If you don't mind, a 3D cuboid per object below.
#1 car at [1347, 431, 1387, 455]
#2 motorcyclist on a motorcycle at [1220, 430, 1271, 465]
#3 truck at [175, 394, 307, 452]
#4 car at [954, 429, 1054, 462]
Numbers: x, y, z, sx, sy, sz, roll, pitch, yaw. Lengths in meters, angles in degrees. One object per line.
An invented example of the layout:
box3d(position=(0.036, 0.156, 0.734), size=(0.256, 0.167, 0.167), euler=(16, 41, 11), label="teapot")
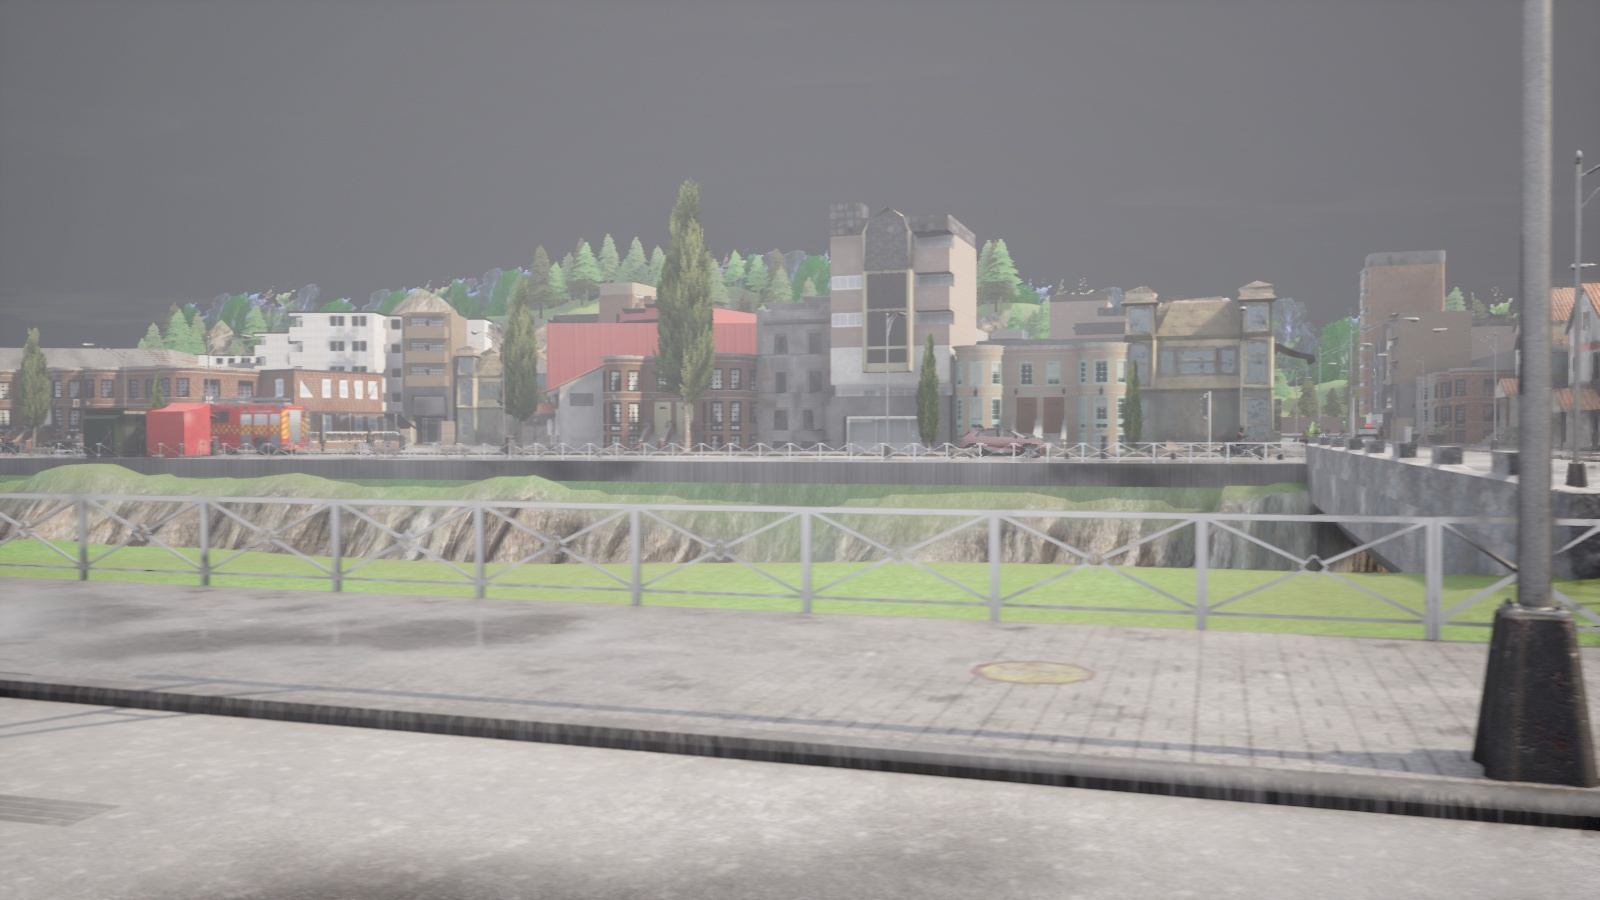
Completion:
box3d(position=(39.470, -0.511, 87.573), size=(2.033, 1.649, 4.856), euler=(1, 1, 18), label="car")
box3d(position=(21.809, -0.135, 61.499), size=(2.350, 1.649, 0.766), euler=(1, 1, 19), label="motorcyclist on a motorcycle")
box3d(position=(-38.084, -1.862, 85.560), size=(8.468, 3.827, 2.891), euler=(1, 1, 18), label="truck")
box3d(position=(10.596, -0.258, 65.231), size=(4.856, 1.649, 2.033), euler=(1, 1, 18), label="car")
